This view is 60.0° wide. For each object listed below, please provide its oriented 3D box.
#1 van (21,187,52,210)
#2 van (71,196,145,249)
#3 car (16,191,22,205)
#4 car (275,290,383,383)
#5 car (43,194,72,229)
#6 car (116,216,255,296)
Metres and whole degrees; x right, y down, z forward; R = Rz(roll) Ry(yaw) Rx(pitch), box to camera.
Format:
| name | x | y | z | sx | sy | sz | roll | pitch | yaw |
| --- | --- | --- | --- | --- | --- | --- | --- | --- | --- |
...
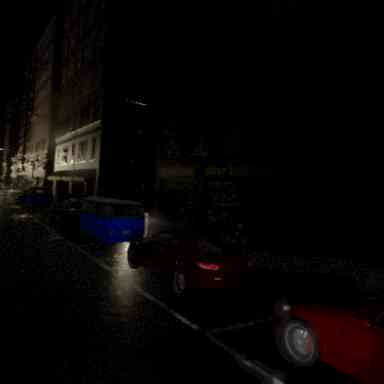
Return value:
| name | x | y | z | sx | sy | sz | roll | pitch | yaw |
| --- | --- | --- | --- | --- | --- | --- | --- | --- | --- |
| van | -12.643 | 0.475 | 27.383 | 1.690 | 1.788 | 3.998 | 4 | 0 | -33 |
| van | -3.310 | 1.117 | 13.210 | 1.690 | 1.788 | 3.998 | 4 | 0 | -33 |
| car | -15.769 | 0.484 | 32.107 | 1.947 | 1.339 | 4.313 | 4 | 0 | -33 |
| car | 2.896 | 1.780 | 3.762 | 1.802 | 1.307 | 4.206 | 4 | 0 | -33 |
| car | -6.435 | 1.107 | 17.935 | 1.887 | 1.381 | 4.507 | 4 | 0 | -33 |
| car | -0.215 | 1.569 | 8.487 | 1.802 | 1.307 | 4.206 | 4 | 0 | -33 |
